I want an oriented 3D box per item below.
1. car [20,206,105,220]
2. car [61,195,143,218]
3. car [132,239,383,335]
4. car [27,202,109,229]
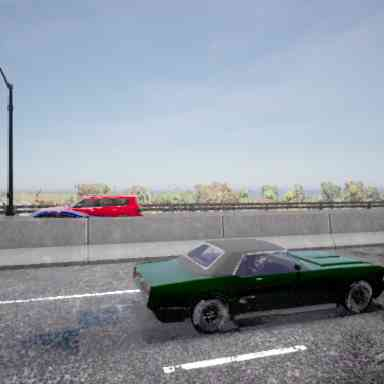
[{"bbox_3d":[-6.549,1.528,15.183,4.674,1.442,1.812,0,0,-18],"label":"car"},{"bbox_3d":[-5.607,1.224,19.151,5.566,2.045,2.150,0,0,-18],"label":"car"},{"bbox_3d":[1.322,1.601,6.448,4.718,1.301,1.895,0,0,-18],"label":"car"},{"bbox_3d":[-8.075,1.495,22.042,4.902,1.511,2.128,0,0,-18],"label":"car"}]
